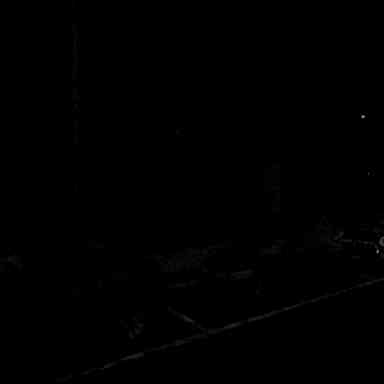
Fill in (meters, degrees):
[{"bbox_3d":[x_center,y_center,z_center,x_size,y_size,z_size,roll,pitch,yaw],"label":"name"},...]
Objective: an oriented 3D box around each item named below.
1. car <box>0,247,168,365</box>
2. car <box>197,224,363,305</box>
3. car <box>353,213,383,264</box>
[{"bbox_3d":[-2.395,1.566,4.825,4.313,1.339,1.947,0,0,-35],"label":"car"},{"bbox_3d":[2.084,1.582,8.019,4.206,1.307,1.802,0,0,-35],"label":"car"},{"bbox_3d":[6.564,1.440,11.213,4.097,1.590,1.967,0,0,-35],"label":"car"}]
